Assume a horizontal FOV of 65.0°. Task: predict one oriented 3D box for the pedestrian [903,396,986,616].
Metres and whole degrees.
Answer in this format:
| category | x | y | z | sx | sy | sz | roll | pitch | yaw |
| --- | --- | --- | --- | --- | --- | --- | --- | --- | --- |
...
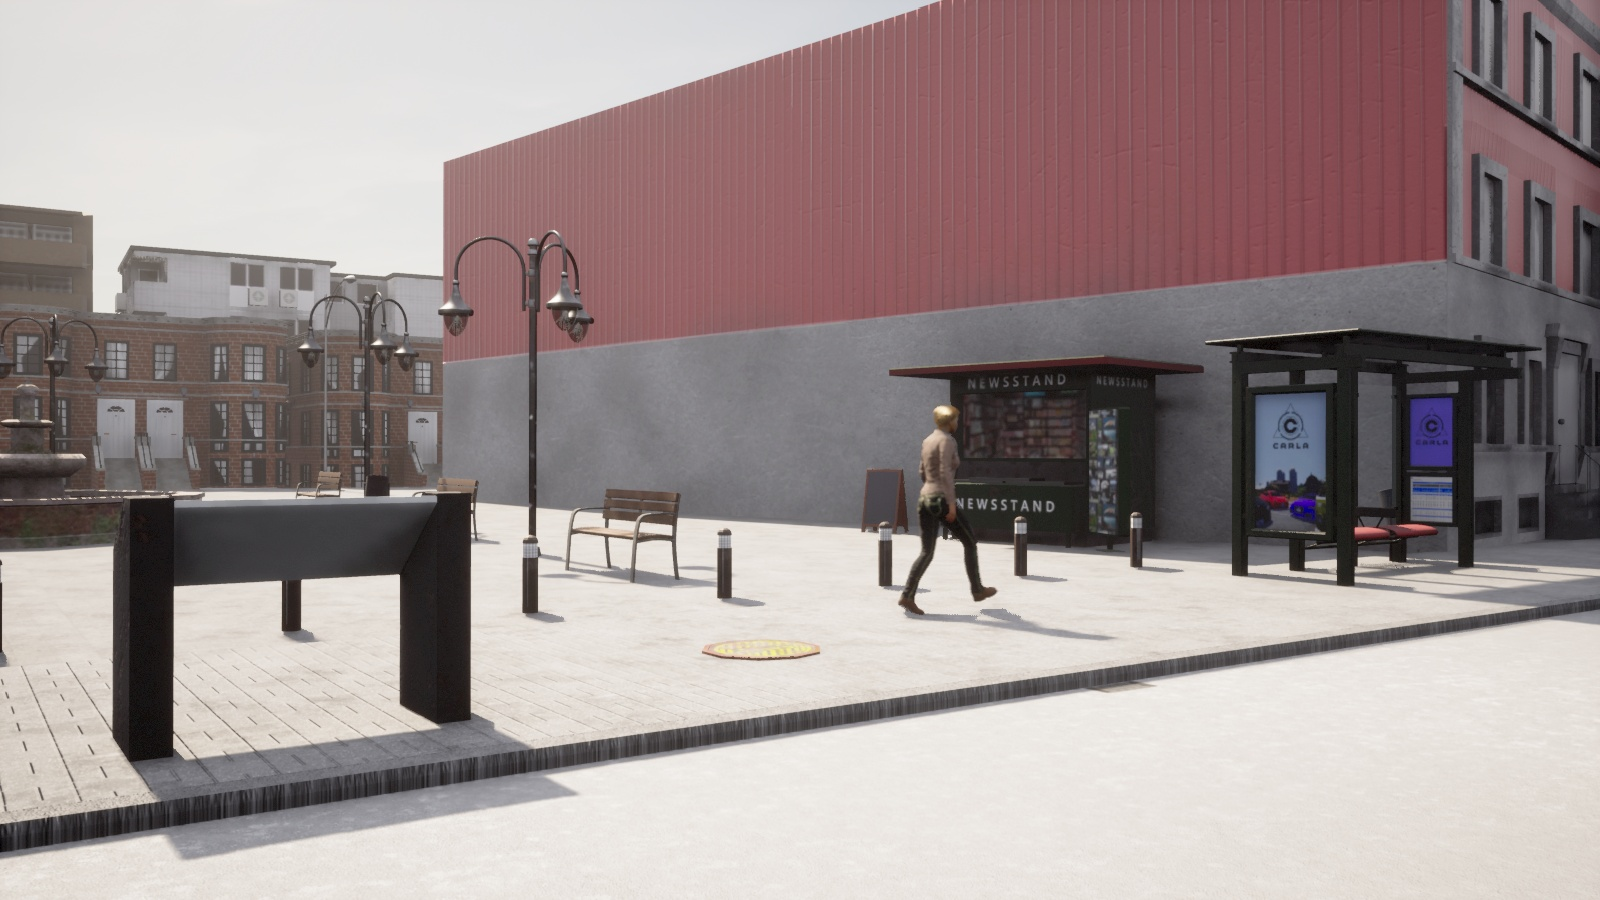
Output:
| category | x | y | z | sx | sy | sz | roll | pitch | yaw |
| --- | --- | --- | --- | --- | --- | --- | --- | --- | --- |
| pedestrian | 1.252 | 0.473 | 10.852 | 0.634 | 1.846 | 0.331 | 0 | 0 | -28 |
